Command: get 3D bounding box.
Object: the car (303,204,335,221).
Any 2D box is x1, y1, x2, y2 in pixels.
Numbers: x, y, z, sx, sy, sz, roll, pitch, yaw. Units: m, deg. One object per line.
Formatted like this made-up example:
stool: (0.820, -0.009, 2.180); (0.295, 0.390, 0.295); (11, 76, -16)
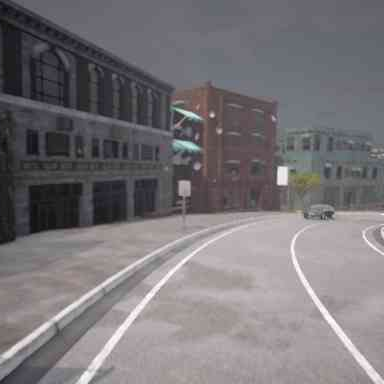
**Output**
car: (12.307, 1.902, 32.075); (1.837, 1.490, 4.892); (4, 1, 40)
